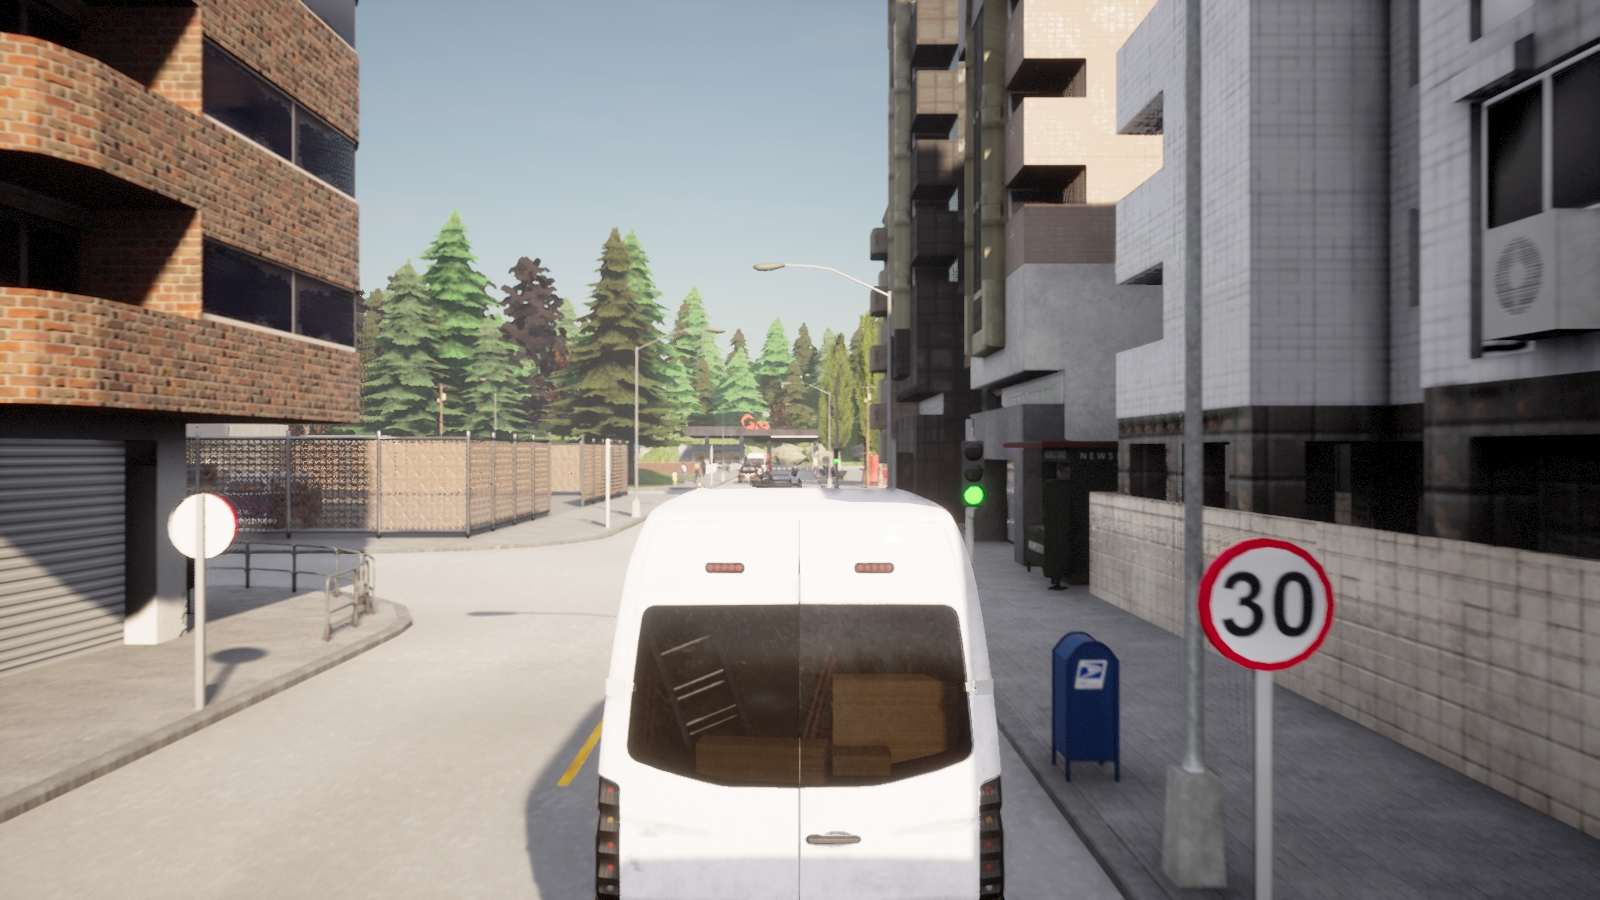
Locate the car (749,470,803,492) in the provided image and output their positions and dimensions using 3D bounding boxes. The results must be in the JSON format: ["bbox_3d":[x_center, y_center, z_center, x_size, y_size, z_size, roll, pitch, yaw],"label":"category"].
[{"bbox_3d":[-1.589,1.976,73.189,1.895,1.301,4.718,0,0,-21],"label":"car"}]

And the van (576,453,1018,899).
[{"bbox_3d":[-0.023,1.320,8.104,1.988,2.561,5.915,0,0,0],"label":"van"}]
